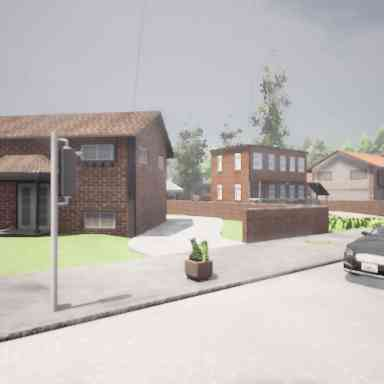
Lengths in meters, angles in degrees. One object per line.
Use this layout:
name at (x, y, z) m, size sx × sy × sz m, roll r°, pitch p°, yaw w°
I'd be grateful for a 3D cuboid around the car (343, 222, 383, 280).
car at (6.112, 1.512, 9.273) m, size 4.902 × 1.511 × 2.128 m, roll 0°, pitch 0°, yaw -37°

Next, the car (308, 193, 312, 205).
car at (9.885, 1.026, 31.461) m, size 3.866 × 1.878 × 1.905 m, roll 0°, pitch 0°, yaw -37°
